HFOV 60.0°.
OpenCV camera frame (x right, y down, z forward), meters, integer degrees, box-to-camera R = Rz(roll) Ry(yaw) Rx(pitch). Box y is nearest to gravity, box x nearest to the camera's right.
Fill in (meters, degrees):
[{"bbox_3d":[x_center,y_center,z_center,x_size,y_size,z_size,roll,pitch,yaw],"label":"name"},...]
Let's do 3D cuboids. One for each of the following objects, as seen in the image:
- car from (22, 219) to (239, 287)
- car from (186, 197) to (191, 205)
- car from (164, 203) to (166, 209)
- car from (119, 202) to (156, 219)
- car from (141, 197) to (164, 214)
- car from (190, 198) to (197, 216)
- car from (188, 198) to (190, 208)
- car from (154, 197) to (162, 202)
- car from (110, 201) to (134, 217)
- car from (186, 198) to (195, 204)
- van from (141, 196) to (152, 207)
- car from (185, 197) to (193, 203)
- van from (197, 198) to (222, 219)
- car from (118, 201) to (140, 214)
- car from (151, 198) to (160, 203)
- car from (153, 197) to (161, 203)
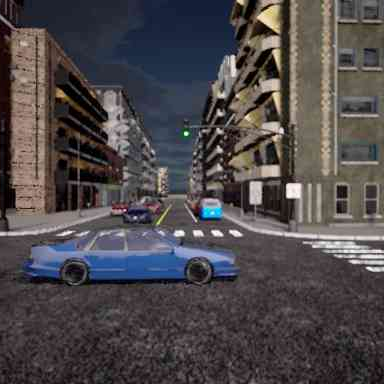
[{"bbox_3d":[-1.514,1.599,8.902,5.357,1.411,2.033,0,0,-2],"label":"car"},{"bbox_3d":[0.566,1.763,51.132,1.967,1.590,4.097,-1,0,-2],"label":"car"},{"bbox_3d":[-5.216,1.846,51.675,1.812,1.442,4.674,0,0,-2],"label":"car"},{"bbox_3d":[-4.203,1.708,26.159,1.994,1.385,4.181,0,0,-2],"label":"car"},{"bbox_3d":[-4.665,1.570,37.628,2.097,1.767,4.553,0,0,-2],"label":"car"},{"bbox_3d":[1.276,1.519,34.587,2.192,1.841,5.009,-1,0,-2],"label":"car"},{"bbox_3d":[0.784,1.808,45.783,1.752,1.417,4.829,-1,0,-2],"label":"car"},{"bbox_3d":[-9.630,2.255,94.994,1.947,1.339,4.313,-1,-1,-2],"label":"car"},{"bbox_3d":[-7.282,1.774,34.289,1.802,1.307,4.206,0,0,-2],"label":"car"},{"bbox_3d":[-0.477,2.114,78.720,1.947,1.339,4.313,-1,0,-2],"label":"car"},{"bbox_3d":[-8.401,1.739,61.882,1.690,1.788,3.998,-1,0,-2],"label":"van"},{"bbox_3d":[-0.932,2.088,89.753,1.967,1.590,4.097,-1,-1,-2],"label":"car"},{"bbox_3d":[1.587,1.510,29.098,1.690,1.788,3.998,-1,0,-2],"label":"van"},{"bbox_3d":[-7.506,1.796,39.806,1.947,1.339,4.313,0,0,-2],"label":"car"},{"bbox_3d":[-9.187,2.130,83.958,1.887,1.381,4.507,-1,0,-2],"label":"car"},{"bbox_3d":[-9.422,2.187,89.475,2.008,1.369,4.403,-1,-1,-2],"label":"car"}]
